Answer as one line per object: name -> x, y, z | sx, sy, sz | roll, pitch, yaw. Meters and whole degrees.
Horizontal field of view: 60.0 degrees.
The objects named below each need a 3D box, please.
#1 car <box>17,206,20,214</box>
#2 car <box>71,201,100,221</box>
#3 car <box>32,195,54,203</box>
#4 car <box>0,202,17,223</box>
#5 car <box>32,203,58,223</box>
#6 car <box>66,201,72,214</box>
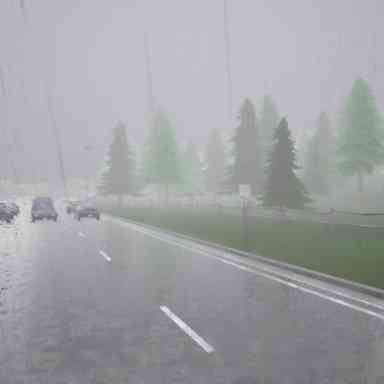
car -> -20.416, 1.866, 37.041 | 2.033, 1.411, 5.357 | 0, -1, -24
car -> -9.579, 1.770, 30.266 | 1.837, 1.490, 4.892 | 0, -1, -25
car -> -17.055, 1.554, 38.107 | 2.150, 2.045, 5.566 | 0, 0, -25
car -> -15.918, 1.587, 27.299 | 2.097, 1.767, 4.553 | 0, -1, -25
car -> -12.592, 1.848, 28.444 | 1.895, 1.301, 4.718 | 0, -1, -25
car -> -13.887, 1.838, 39.595 | 2.128, 1.511, 4.902 | 0, 0, -25
